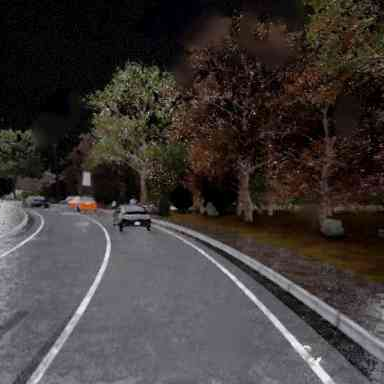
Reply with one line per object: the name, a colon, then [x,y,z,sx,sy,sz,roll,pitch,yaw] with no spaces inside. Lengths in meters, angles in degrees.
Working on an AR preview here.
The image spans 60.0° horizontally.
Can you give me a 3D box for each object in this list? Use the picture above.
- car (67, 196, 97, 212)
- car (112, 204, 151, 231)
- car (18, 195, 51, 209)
car: [-11.963,1.213,36.058,2.097,1.767,4.553,4,-1,-35]
car: [-3.809,1.497,20.556,2.128,1.511,4.902,2,0,-20]
car: [-17.833,1.113,38.085,2.033,1.411,5.357,4,-1,-40]
